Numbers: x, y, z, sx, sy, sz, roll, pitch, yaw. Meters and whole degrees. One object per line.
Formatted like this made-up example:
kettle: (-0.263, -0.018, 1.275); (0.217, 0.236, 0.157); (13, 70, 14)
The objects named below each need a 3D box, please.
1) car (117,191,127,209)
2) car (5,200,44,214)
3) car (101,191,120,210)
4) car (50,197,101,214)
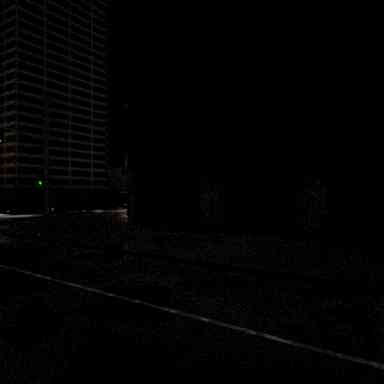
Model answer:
car: (-6.815, 1.221, 44.397); (2.150, 2.045, 5.566); (0, 0, 36)
car: (-17.091, 1.547, 35.868); (2.033, 1.411, 5.357); (0, 0, 35)
car: (-10.963, 1.221, 44.590); (2.150, 2.045, 5.566); (0, 0, 35)
car: (-12.779, 1.491, 35.916); (2.128, 1.511, 4.902); (0, 0, 35)
